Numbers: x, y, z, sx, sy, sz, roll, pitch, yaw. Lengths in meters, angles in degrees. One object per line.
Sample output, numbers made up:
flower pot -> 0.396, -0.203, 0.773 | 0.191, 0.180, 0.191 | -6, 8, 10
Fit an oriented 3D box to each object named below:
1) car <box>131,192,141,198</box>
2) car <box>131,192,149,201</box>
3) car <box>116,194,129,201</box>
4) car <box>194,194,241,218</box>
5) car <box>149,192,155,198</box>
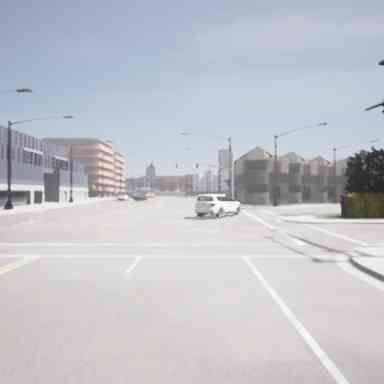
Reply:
car -> -13.989, 0.821, 82.949 | 1.812, 1.442, 4.674 | 0, 0, 0
car -> -10.494, 1.146, 67.095 | 1.895, 1.301, 4.718 | 0, 2, 0
car -> -13.991, 1.072, 67.140 | 1.812, 1.442, 4.674 | 0, 2, 0
car -> 2.365, 1.239, 29.511 | 2.150, 2.045, 5.566 | -1, -1, 34
car -> -10.489, 0.776, 82.961 | 1.882, 1.535, 5.008 | 0, 0, 0
